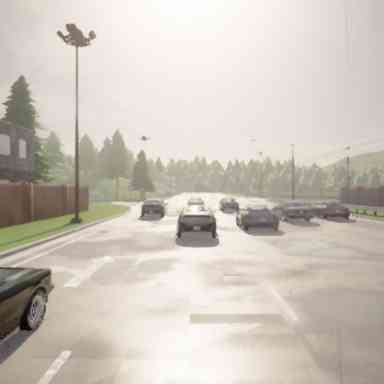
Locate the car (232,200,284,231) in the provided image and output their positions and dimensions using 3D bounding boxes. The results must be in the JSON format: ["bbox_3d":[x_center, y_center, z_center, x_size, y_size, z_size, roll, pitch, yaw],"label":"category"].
[{"bbox_3d":[3.761,1.419,19.630,1.994,1.385,4.181,0,0,1],"label":"car"}]

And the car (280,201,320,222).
[{"bbox_3d":[7.306,1.371,24.658,2.033,1.411,5.357,0,0,0],"label":"car"}]

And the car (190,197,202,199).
[{"bbox_3d":[0.400,1.273,35.543,2.033,1.411,5.357,0,0,0],"label":"car"}]

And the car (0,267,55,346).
[{"bbox_3d":[-3.375,1.564,3.782,1.895,1.301,4.718,0,0,0],"label":"car"}]

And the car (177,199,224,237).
[{"bbox_3d":[0.238,1.360,16.995,2.128,1.511,4.902,0,0,1],"label":"car"}]

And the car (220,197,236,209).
[{"bbox_3d":[3.899,1.280,35.529,2.033,1.411,5.357,0,0,1],"label":"car"}]

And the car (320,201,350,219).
[{"bbox_3d":[10.822,1.380,26.573,1.994,1.385,4.181,0,0,0],"label":"car"}]

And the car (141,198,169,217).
[{"bbox_3d":[-3.163,1.278,28.364,1.837,1.490,4.892,0,0,1],"label":"car"}]
